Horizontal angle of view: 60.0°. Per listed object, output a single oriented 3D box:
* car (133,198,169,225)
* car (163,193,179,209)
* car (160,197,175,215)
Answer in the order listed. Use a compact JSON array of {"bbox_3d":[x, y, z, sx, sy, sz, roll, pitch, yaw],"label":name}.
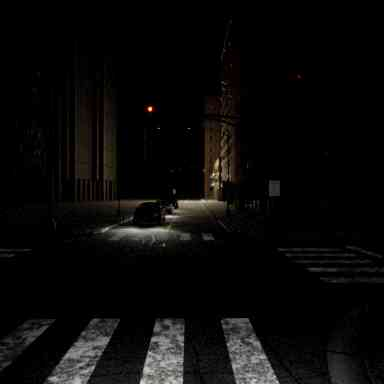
[{"bbox_3d":[-3.053,1.478,24.448,1.882,1.535,5.008,0,0,0],"label":"car"},{"bbox_3d":[-3.001,1.222,45.122,2.150,2.045,5.566,0,0,1],"label":"car"},{"bbox_3d":[-3.036,1.526,34.412,1.812,1.442,4.674,0,0,0],"label":"car"}]
